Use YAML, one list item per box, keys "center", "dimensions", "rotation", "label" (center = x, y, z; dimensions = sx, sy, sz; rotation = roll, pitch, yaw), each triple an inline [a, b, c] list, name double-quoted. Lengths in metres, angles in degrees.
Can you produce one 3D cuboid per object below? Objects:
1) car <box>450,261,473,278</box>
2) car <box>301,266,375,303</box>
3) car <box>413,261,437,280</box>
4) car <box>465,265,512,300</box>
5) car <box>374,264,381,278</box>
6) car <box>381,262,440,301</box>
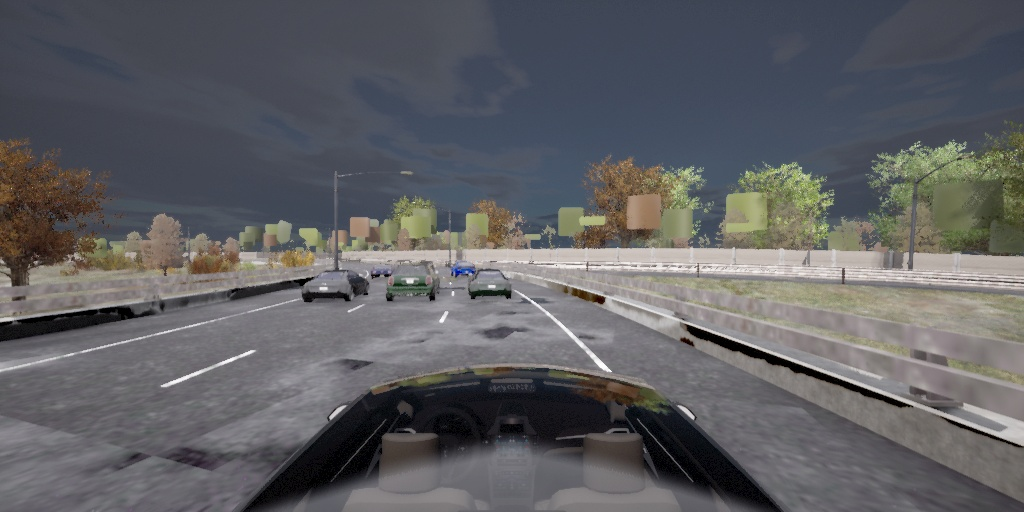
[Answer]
- center: [-4.644, 1.233, 33.726]
  dimensions: [1.882, 1.535, 5.008]
  rotation: [0, 0, -16]
  label: "car"
- center: [-8.107, 1.320, 16.865]
  dimensions: [1.994, 1.385, 4.181]
  rotation: [0, 0, -8]
  label: "car"
- center: [-8.002, 1.265, 32.738]
  dimensions: [1.837, 1.490, 4.892]
  rotation: [0, 0, -16]
  label: "car"
- center: [-1.180, 1.320, 17.868]
  dimensions: [1.994, 1.385, 4.181]
  rotation: [0, 0, -8]
  label: "car"
- center: [-11.368, 1.364, 31.779]
  dimensions: [1.895, 1.301, 4.718]
  rotation: [0, 0, -16]
  label: "car"
- center: [-4.639, 1.114, 17.337]
  dimensions: [2.097, 1.767, 4.553]
  rotation: [0, 0, -8]
  label: "car"
